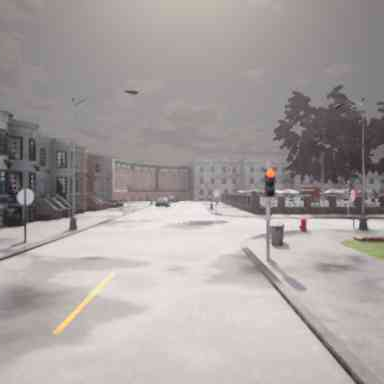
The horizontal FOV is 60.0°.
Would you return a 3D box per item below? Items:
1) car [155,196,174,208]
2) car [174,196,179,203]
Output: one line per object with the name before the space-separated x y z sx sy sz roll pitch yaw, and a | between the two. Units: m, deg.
car | -4.115 1.444 47.348 2.033 1.411 5.357 0 0 0
car | -4.031 1.402 64.826 2.033 1.411 5.357 0 0 12
